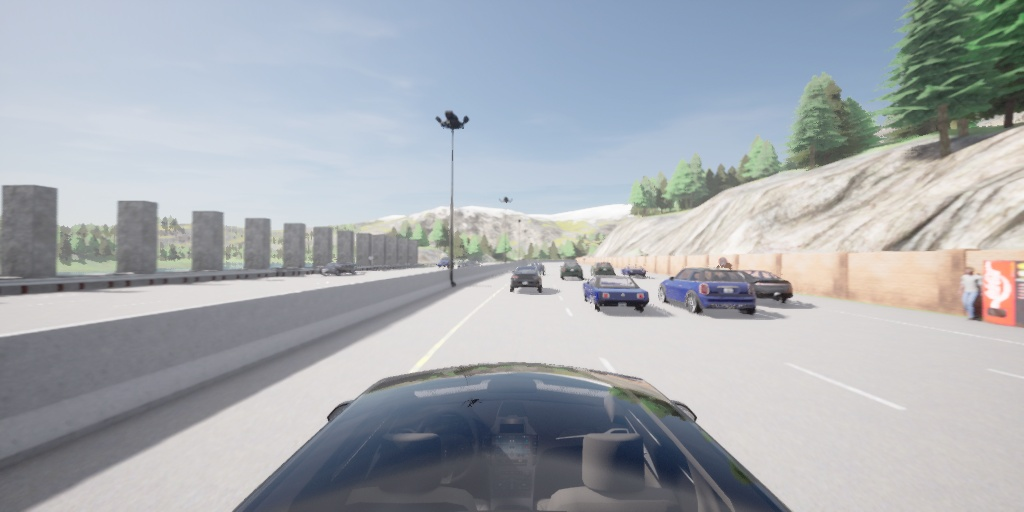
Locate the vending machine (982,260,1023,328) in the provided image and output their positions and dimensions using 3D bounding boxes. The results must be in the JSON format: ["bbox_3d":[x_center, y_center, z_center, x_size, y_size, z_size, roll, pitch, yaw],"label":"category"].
[{"bbox_3d":[15.740,1.119,11.152,1.100,2.100,0.880,0,0,3],"label":"vending machine"}]

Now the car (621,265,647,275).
[{"bbox_3d":[13.239,1.679,39.393,1.895,1.301,4.718,0,0,6],"label":"car"}]

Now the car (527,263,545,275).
[{"bbox_3d":[3.035,1.571,44.026,1.994,1.385,4.181,0,0,6],"label":"car"}]

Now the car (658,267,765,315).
[{"bbox_3d":[7.611,1.236,14.496,2.097,1.767,4.553,0,0,4],"label":"car"}]

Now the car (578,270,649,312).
[{"bbox_3d":[4.085,1.462,14.954,1.895,1.301,4.718,0,0,4],"label":"car"}]

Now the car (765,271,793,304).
[{"bbox_3d":[11.311,1.422,17.508,2.128,1.511,4.902,0,0,4],"label":"car"}]

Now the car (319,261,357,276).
[{"bbox_3d":[-18.677,1.328,38.639,2.128,1.511,4.902,0,0,6],"label":"car"}]

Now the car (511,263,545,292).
[{"bbox_3d":[0.972,1.389,22.614,1.812,1.442,4.674,0,0,5],"label":"car"}]

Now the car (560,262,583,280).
[{"bbox_3d":[5.798,1.349,35.339,2.097,1.767,4.553,0,0,6],"label":"car"}]

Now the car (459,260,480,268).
[{"bbox_3d":[-6.237,1.543,55.709,1.837,1.490,4.892,1,1,7],"label":"car"}]

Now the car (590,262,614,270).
[{"bbox_3d":[9.638,1.397,38.466,2.097,1.767,4.553,0,0,6],"label":"car"}]

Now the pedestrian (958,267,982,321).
[{"bbox_3d":[15.426,1.221,12.017,0.375,1.860,0.375,0,0,4],"label":"pedestrian"}]
